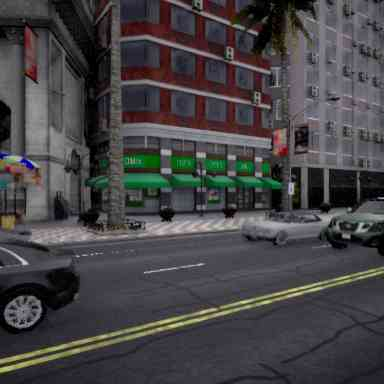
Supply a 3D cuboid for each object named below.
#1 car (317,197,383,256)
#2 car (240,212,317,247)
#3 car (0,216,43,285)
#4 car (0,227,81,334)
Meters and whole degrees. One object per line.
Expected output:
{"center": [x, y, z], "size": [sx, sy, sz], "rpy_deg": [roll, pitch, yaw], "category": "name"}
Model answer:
{"center": [7.770, 1.223, 13.227], "size": [5.566, 2.045, 2.150], "rpy_deg": [0, 0, -33], "category": "car"}
{"center": [4.476, 1.601, 15.245], "size": [4.718, 1.301, 1.895], "rpy_deg": [0, 0, -33], "category": "car"}
{"center": [-6.454, 1.491, 8.054], "size": [4.902, 1.511, 2.128], "rpy_deg": [0, 0, -33], "category": "car"}
{"center": [-4.327, 1.505, 5.267], "size": [4.892, 1.490, 1.837], "rpy_deg": [0, 0, -33], "category": "car"}
